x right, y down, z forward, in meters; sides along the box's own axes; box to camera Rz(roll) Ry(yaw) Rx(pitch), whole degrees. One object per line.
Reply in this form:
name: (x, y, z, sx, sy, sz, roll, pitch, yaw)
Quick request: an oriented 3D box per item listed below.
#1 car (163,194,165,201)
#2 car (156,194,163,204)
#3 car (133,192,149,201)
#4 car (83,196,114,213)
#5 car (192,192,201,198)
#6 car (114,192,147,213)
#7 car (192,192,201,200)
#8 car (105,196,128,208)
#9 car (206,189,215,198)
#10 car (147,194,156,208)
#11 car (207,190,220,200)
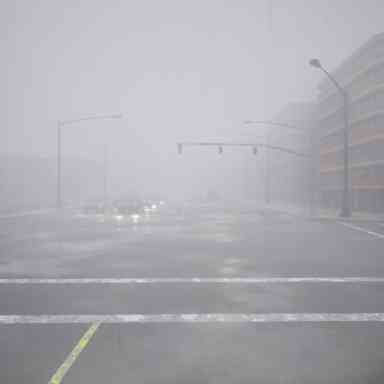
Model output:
car: (-6.167, 1.012, 62.824, 1.895, 1.301, 4.718, 0, 1, 1)
car: (-6.242, 1.080, 52.695, 2.128, 1.511, 4.902, 0, 1, 0)
car: (-9.661, 0.896, 63.214, 2.128, 1.511, 4.902, 0, 1, 1)
car: (-9.811, 1.225, 34.876, 2.097, 1.767, 4.553, 0, 1, 0)
car: (0.934, 0.649, 75.778, 2.033, 1.411, 5.357, 0, 1, 0)
car: (-6.313, 1.226, 34.531, 2.097, 1.767, 4.553, 0, 1, 0)
car: (0.899, 0.959, 65.802, 1.895, 1.301, 4.718, 0, 1, 0)
car: (-9.780, 1.314, 43.519, 1.994, 1.385, 4.181, 0, 1, 0)
car: (4.437, 0.425, 75.928, 2.150, 2.045, 5.566, 0, 1, 0)
car: (-6.281, 1.277, 43.414, 1.812, 1.442, 4.674, 0, 1, 0)
car: (4.500, 0.919, 65.946, 1.994, 1.385, 4.181, 0, 1, 0)
